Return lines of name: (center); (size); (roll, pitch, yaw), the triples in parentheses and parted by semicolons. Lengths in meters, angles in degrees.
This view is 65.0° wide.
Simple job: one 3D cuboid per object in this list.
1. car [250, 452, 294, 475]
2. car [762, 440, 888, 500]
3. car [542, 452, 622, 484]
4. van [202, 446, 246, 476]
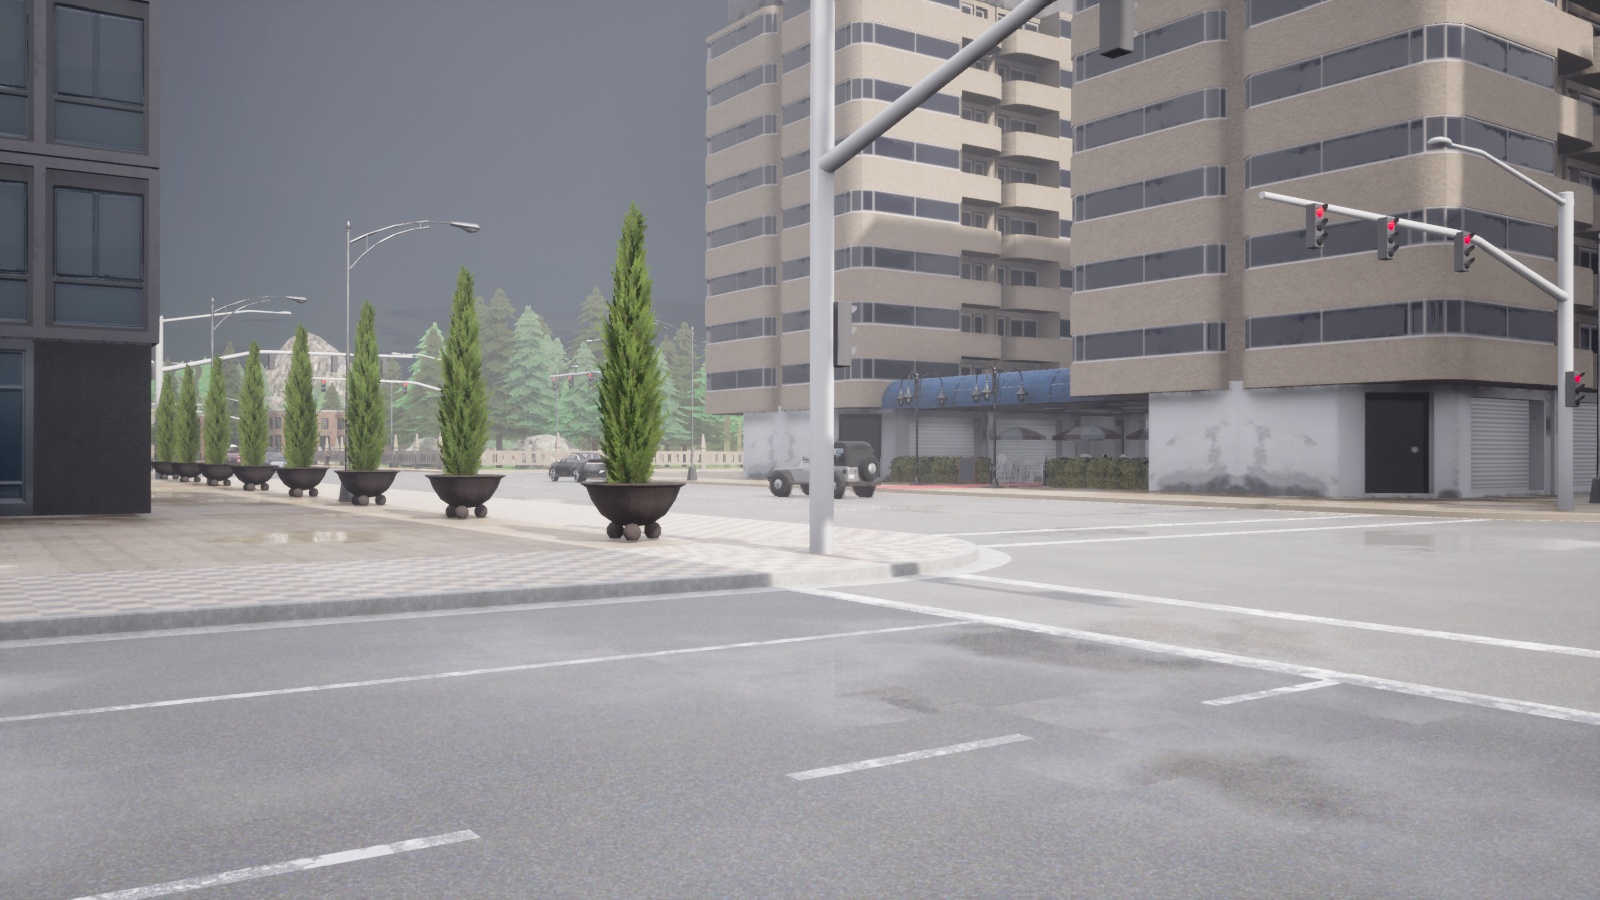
car: (-38.355, 0.979, 91.189); (2.033, 1.649, 4.856); (0, 0, -34)
car: (0.798, 0.641, 41.881); (3.866, 1.878, 1.905); (0, 0, 42)
car: (-11.100, 0.880, 63.618); (2.128, 1.511, 4.902); (0, 0, -34)
van: (-40.309, 0.769, 87.841); (2.069, 2.038, 4.480); (0, 0, -34)
